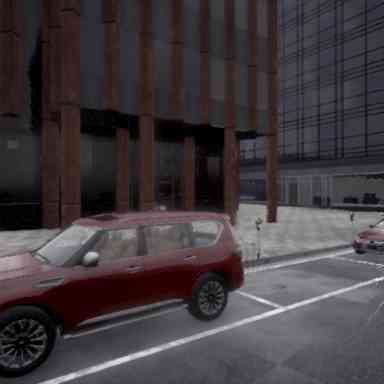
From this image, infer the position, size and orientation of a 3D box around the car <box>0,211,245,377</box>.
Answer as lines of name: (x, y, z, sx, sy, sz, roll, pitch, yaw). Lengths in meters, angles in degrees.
car: (-1.300, 1.312, 5.723, 5.009, 1.841, 2.192, 0, 0, -36)

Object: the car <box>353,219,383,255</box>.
car: (7.554, 1.559, 12.039, 4.206, 1.307, 1.802, 0, 0, -36)
